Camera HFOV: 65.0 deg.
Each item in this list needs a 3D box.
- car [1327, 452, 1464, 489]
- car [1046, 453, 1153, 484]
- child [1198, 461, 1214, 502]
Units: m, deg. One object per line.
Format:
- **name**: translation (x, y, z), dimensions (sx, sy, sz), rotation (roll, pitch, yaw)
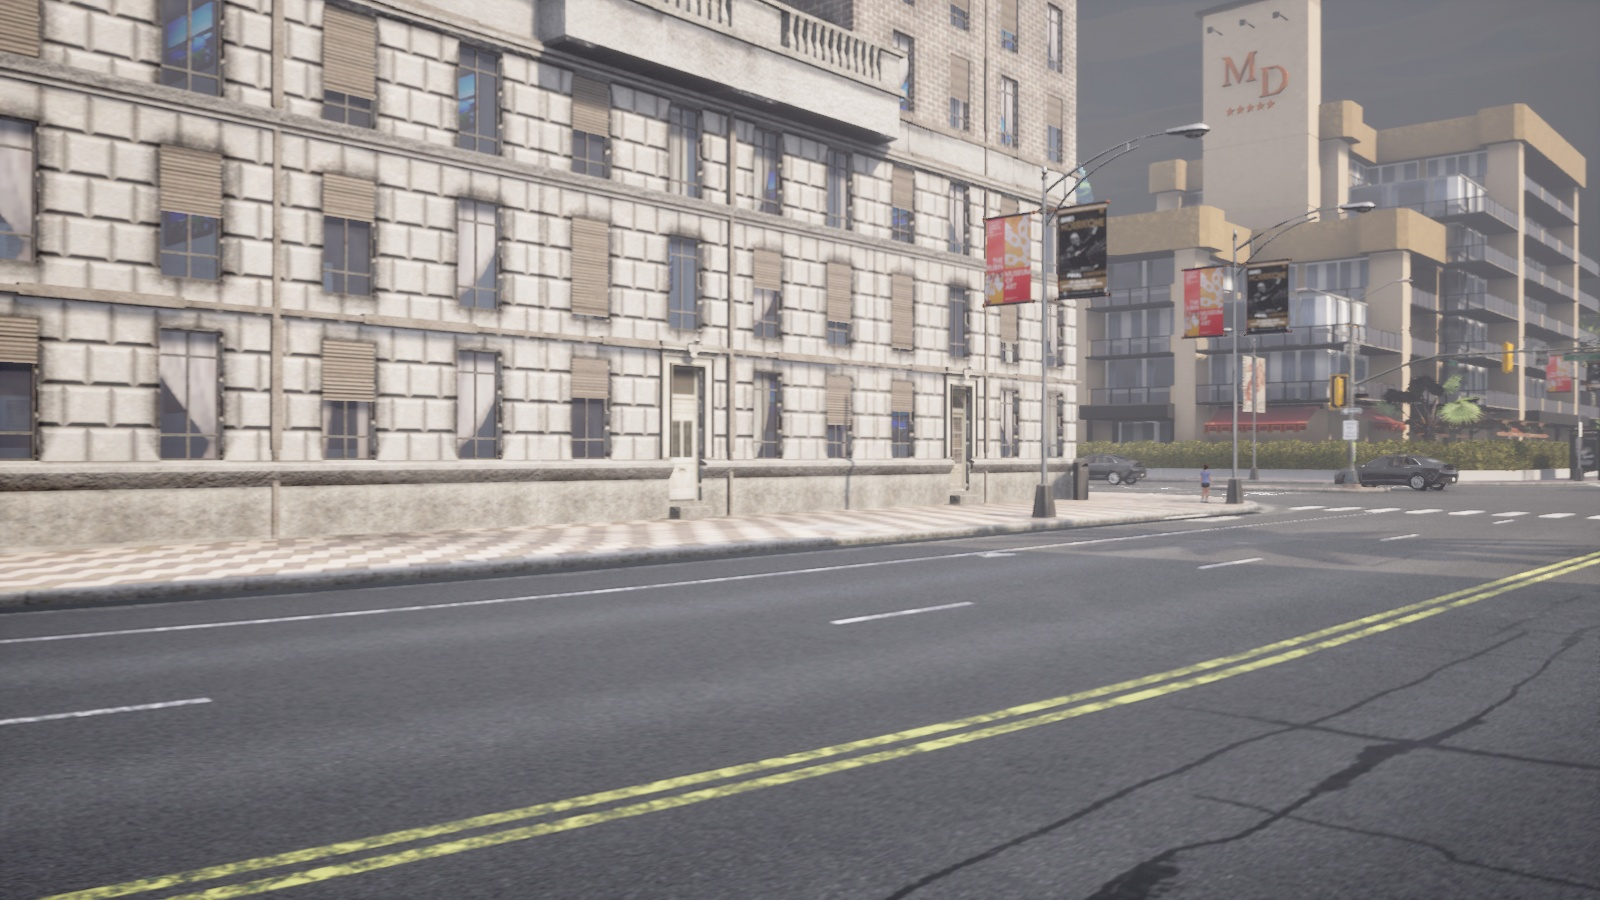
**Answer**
- **car**: translation (25.111, 0.854, 53.094), dimensions (1.837, 1.490, 4.892), rotation (0, 0, -40)
- **car**: translation (14.840, 0.912, 62.451), dimensions (4.892, 1.490, 1.837), rotation (0, 0, 42)
- **child**: translation (11.203, 0.864, 34.649), dimensions (0.394, 1.110, 0.255), rotation (0, 0, -39)
